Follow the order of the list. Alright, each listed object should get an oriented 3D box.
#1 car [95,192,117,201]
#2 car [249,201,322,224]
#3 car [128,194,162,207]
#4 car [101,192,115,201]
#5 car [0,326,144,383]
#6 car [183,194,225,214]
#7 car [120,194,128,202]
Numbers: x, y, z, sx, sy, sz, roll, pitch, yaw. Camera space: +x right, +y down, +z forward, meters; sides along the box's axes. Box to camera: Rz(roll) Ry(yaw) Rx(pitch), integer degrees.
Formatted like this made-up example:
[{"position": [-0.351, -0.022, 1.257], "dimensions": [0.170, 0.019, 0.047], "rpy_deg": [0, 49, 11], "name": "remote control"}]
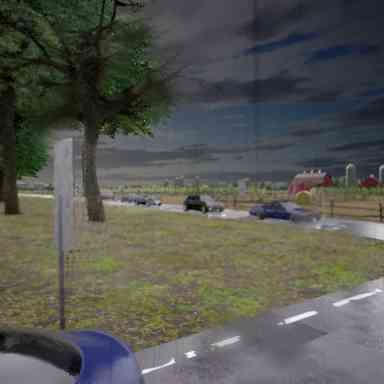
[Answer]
[{"position": [-15.389, 0.734, 59.469], "dimensions": [2.128, 1.511, 4.902], "rpy_deg": [-1, 1, -36], "name": "car"}, {"position": [6.569, 1.408, 24.179], "dimensions": [2.033, 1.411, 5.357], "rpy_deg": [-1, 1, -36], "name": "car"}, {"position": [-5.466, 1.029, 40.870], "dimensions": [2.128, 1.511, 4.902], "rpy_deg": [-1, 2, -36], "name": "car"}, {"position": [-14.196, 0.592, 53.114], "dimensions": [1.895, 1.301, 4.718], "rpy_deg": [-1, 1, -36], "name": "car"}, {"position": [-2.342, 1.519, 1.368], "dimensions": [4.674, 1.442, 1.812], "rpy_deg": [0, 0, -35], "name": "car"}, {"position": [1.053, 1.059, 31.820], "dimensions": [2.097, 1.767, 4.553], "rpy_deg": [-1, 1, -36], "name": "car"}, {"position": [-9.475, 0.933, 51.370], "dimensions": [1.994, 1.385, 4.181], "rpy_deg": [-1, 1, -35], "name": "car"}]
